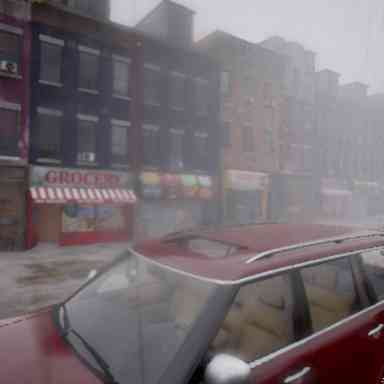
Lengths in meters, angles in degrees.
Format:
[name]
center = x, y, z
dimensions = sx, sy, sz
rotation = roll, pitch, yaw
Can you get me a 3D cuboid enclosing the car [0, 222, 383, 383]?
[car]
center = 0.222, 1.307, 2.935
dimensions = 5.009, 1.841, 2.192
rotation = 0, 2, -35
